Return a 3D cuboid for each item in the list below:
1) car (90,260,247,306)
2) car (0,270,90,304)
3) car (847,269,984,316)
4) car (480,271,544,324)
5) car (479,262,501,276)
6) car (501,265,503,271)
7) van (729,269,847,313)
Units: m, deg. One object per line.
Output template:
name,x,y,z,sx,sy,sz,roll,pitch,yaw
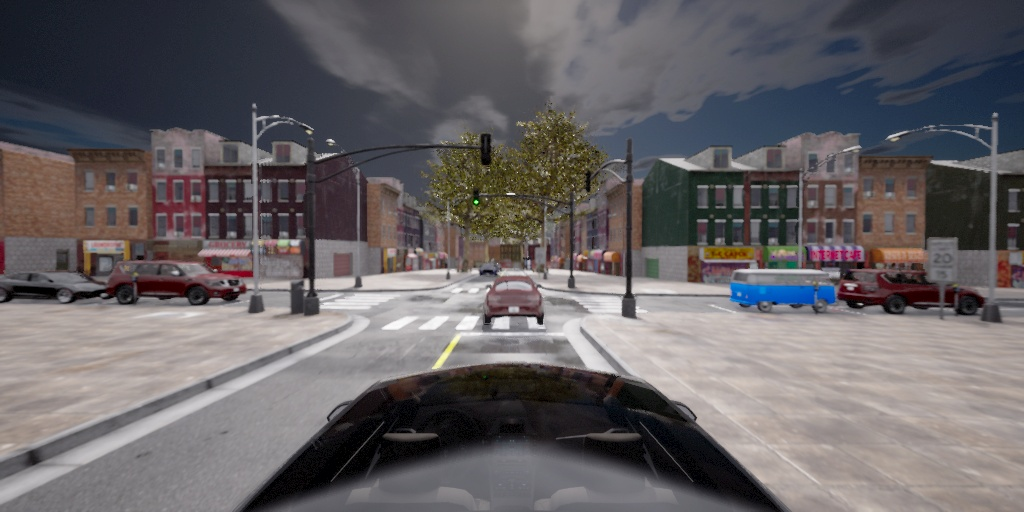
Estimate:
car,-14.596,1.123,15.710,5.009,1.841,2.192,0,0,0
car,-19.998,1.309,15.716,4.313,1.339,1.948,0,0,0
car,17.168,1.525,15.677,5.009,1.841,2.192,0,0,0
car,0.065,1.388,12.284,1.812,1.442,4.674,0,-1,0
car,-2.827,1.547,43.958,2.097,1.767,4.553,0,-1,0
car,-2.735,2.070,64.824,1.837,1.490,4.892,0,-1,0
van,11.763,1.480,15.683,3.998,1.789,1.690,0,0,0
